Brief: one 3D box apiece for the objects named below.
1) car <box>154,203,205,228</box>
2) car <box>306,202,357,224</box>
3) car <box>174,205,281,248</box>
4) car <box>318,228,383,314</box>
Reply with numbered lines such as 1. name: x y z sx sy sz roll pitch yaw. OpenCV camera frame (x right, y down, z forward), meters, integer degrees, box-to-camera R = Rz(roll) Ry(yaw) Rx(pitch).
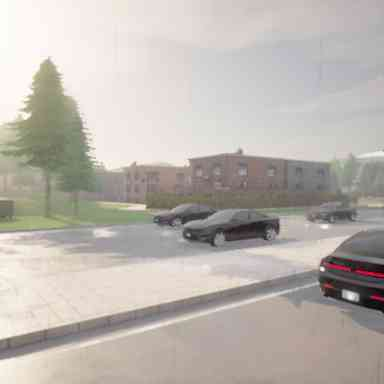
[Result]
1. car: -0.175 1.510 22.271 5.008 1.535 1.882 0 0 -35
2. car: 10.906 1.569 25.784 4.892 1.490 1.837 1 0 -35
3. car: 1.895 1.503 15.157 5.008 1.535 1.882 0 0 -35
4. car: 4.674 1.524 7.079 4.892 1.490 1.837 0 0 -36
